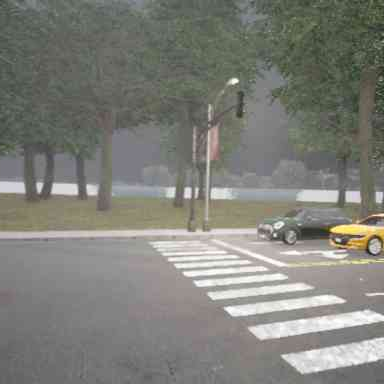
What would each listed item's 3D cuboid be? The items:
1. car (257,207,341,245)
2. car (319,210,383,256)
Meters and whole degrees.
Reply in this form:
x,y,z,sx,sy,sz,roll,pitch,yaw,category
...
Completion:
x,y,z,sx,sy,sz,roll,pitch,yaw,category
5.483,1.531,16.259,4.553,1.767,2.097,1,-1,-16,car
8.067,1.632,13.626,5.008,1.535,1.882,1,-1,-16,car
